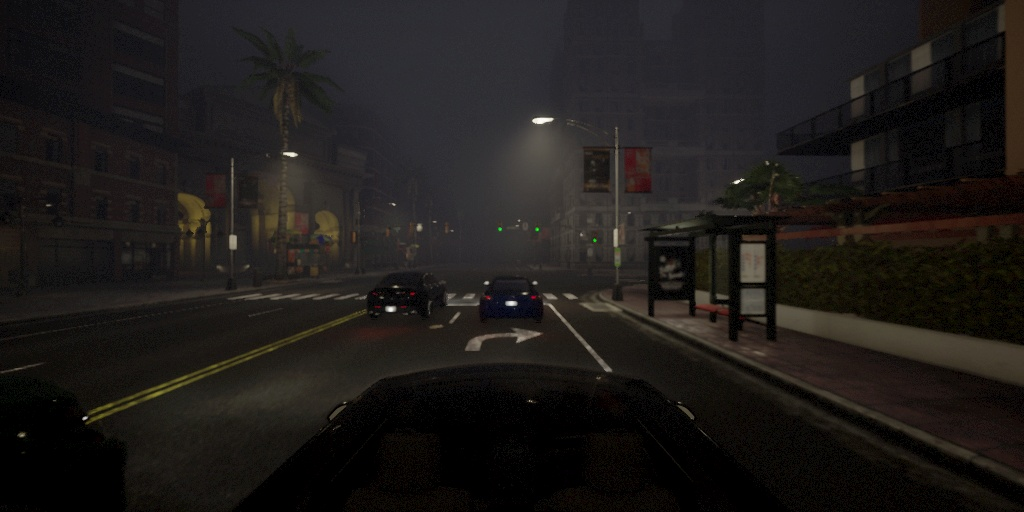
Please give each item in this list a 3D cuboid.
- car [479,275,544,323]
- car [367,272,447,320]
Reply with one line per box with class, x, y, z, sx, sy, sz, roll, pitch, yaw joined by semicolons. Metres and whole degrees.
car;-0.028;1.347;12.353;1.994;1.385;4.181;0;0;0
car;-3.551;1.290;12.830;1.837;1.490;4.892;0;0;-1
